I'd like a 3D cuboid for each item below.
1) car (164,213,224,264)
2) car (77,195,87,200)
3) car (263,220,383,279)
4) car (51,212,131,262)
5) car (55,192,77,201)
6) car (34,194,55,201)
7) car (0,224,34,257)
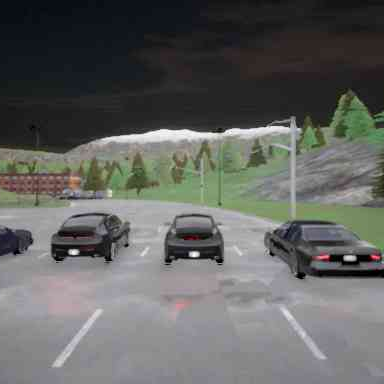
[{"bbox_3d":[0.050,1.500,11.797,1.837,1.490,4.892,0,0,0],"label":"car"},{"bbox_3d":[-31.025,1.480,88.928,4.674,1.442,1.812,0,0,32],"label":"car"},{"bbox_3d":[3.567,1.542,10.018,2.033,1.411,5.357,0,0,0],"label":"car"},{"bbox_3d":[-3.455,1.499,12.085,1.837,1.490,4.892,0,0,0],"label":"car"},{"bbox_3d":[-32.501,1.457,85.695,4.892,1.490,1.837,0,0,35],"label":"car"},{"bbox_3d":[-37.039,1.458,84.460,4.892,1.490,1.837,0,0,28],"label":"car"},{"bbox_3d":[-6.932,1.542,10.203,2.033,1.411,5.357,0,0,0],"label":"car"}]
